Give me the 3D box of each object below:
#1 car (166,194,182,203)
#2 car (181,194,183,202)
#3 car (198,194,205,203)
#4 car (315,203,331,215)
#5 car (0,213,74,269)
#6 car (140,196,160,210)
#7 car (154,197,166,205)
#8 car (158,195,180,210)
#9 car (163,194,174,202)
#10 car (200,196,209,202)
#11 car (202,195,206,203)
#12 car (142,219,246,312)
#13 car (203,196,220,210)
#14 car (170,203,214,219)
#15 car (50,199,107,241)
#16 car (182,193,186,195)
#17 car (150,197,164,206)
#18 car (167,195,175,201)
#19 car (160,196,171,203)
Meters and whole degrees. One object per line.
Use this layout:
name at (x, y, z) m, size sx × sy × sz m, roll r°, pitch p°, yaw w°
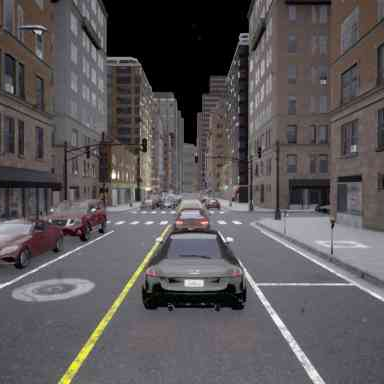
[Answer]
car at (-3.145, 1.523, 53.772) m, size 2.128 × 1.511 × 4.902 m, roll 0°, pitch 0°, yaw 0°
car at (-3.118, 1.572, 63.465) m, size 1.812 × 1.442 × 4.674 m, roll 0°, pitch 0°, yaw 0°
car at (2.782, 1.595, 65.962) m, size 1.887 × 1.381 × 4.507 m, roll -1°, pitch 0°, yaw 0°
car at (14.829, 1.431, 32.250) m, size 5.357 × 1.411 × 2.033 m, roll 0°, pitch 1°, yaw 2°
car at (-5.687, 1.581, 11.091) m, size 1.802 × 1.307 × 4.206 m, roll -1°, pitch 0°, yaw 0°
car at (-5.721, 1.600, 43.673) m, size 1.802 × 1.307 × 4.206 m, roll -1°, pitch 0°, yaw 0°
car at (-5.738, 1.566, 60.198) m, size 1.752 × 1.417 × 4.829 m, roll -1°, pitch 0°, yaw 0°
car at (-3.143, 1.511, 44.373) m, size 2.128 × 1.511 × 4.902 m, roll 0°, pitch 0°, yaw 0°
car at (-5.764, 1.399, 82.628) m, size 2.192 × 1.841 × 5.009 m, roll -1°, pitch 0°, yaw 0°
car at (2.770, 1.616, 77.090) m, size 1.887 × 1.381 × 4.507 m, roll -1°, pitch 0°, yaw 0°
car at (2.798, 1.550, 49.443) m, size 1.752 × 1.417 × 4.829 m, roll -1°, pitch 0°, yaw 0°
car at (0.058, 1.563, 7.820) m, size 1.994 × 1.385 × 4.181 m, roll 0°, pitch 0°, yaw 1°
car at (2.804, 1.600, 43.710) m, size 1.802 × 1.307 × 4.206 m, roll -1°, pitch 0°, yaw 0°
car at (0.003, 1.526, 16.957) m, size 1.812 × 1.442 × 4.674 m, roll 0°, pitch 0°, yaw 0°
car at (-5.696, 1.315, 16.673) m, size 2.192 × 1.841 × 5.009 m, roll -1°, pitch 0°, yaw 0°
car at (-3.077, 1.533, 76.398) m, size 2.128 × 1.511 × 4.902 m, roll 0°, pitch 0°, yaw 0°
car at (-5.733, 1.577, 54.803) m, size 1.887 × 1.381 × 4.507 m, roll -1°, pitch 0°, yaw 0°
car at (-5.773, 1.546, 93.758) m, size 1.967 × 1.590 × 4.097 m, roll -1°, pitch 0°, yaw 0°
car at (-5.750, 1.611, 71.497) m, size 2.008 × 1.369 × 4.403 m, roll -1°, pitch 0°, yaw 0°
